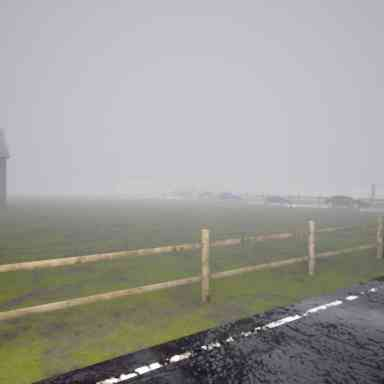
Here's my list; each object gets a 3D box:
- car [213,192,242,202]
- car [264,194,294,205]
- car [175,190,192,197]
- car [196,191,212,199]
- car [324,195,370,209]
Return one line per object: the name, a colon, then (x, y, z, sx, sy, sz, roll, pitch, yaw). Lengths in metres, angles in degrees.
car: (6.097, 0.741, 54.376, 1.882, 1.535, 5.008, 0, 1, -35)
car: (11.996, 1.010, 46.127, 1.994, 1.385, 4.181, 0, 1, -34)
car: (-1.916, 0.351, 71.761, 1.837, 1.490, 4.892, 0, 1, -36)
car: (2.653, 0.586, 65.423, 1.837, 1.490, 4.892, 0, 1, -35)
car: (17.717, 1.102, 38.098, 1.882, 1.535, 5.008, 0, 1, -36)
